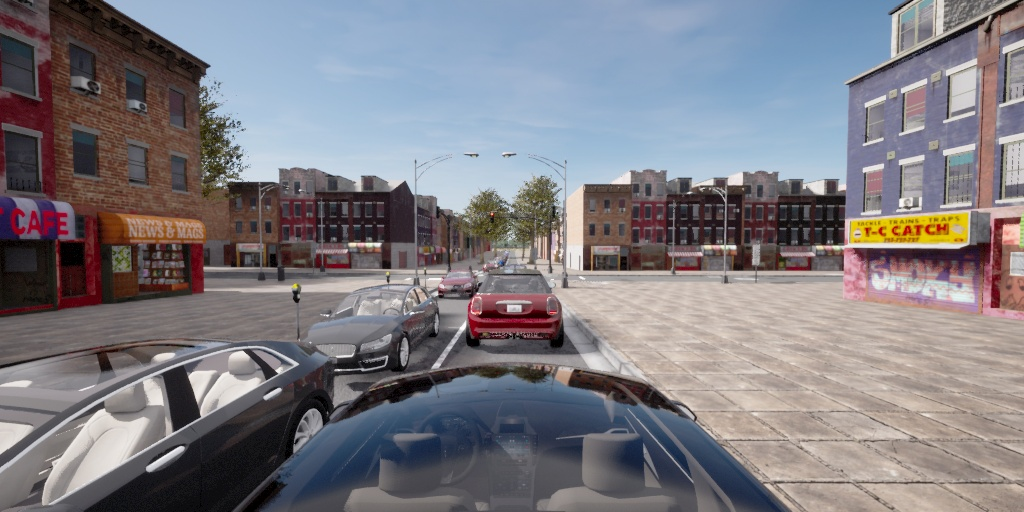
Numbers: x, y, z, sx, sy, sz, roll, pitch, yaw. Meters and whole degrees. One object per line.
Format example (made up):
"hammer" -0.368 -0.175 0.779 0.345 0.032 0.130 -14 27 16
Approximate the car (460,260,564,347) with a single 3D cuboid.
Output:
"car" 0.109 1.099 9.491 2.097 1.767 4.553 0 0 2

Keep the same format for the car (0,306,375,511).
"car" -2.640 1.300 1.998 2.007 1.370 4.403 0 0 0

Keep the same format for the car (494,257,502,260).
"car" -2.578 1.233 45.116 1.967 1.591 4.097 0 0 0

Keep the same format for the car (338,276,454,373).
"car" -2.632 1.298 7.446 2.007 1.370 4.403 0 0 0

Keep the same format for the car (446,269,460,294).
"car" -2.617 1.332 18.340 1.802 1.307 4.207 0 0 0
